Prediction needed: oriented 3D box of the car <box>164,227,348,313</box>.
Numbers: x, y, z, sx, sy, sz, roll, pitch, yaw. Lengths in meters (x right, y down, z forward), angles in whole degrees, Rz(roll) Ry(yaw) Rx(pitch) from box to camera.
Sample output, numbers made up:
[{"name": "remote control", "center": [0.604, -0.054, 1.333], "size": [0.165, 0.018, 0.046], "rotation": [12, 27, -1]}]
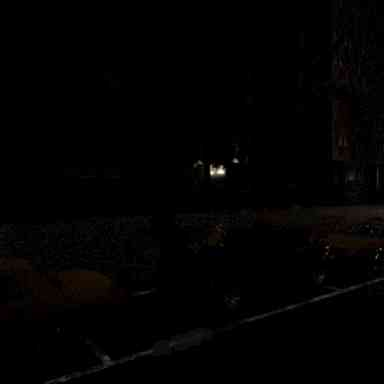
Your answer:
[{"name": "car", "center": [1.421, 1.560, 7.661], "size": [4.313, 1.339, 1.947], "rotation": [0, 0, -35]}]

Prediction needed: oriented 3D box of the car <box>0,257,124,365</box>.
[{"name": "car", "center": [-3.340, 1.526, 4.266], "size": [4.829, 1.417, 1.752], "rotation": [0, 0, -35]}]

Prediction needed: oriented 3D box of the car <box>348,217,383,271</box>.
[{"name": "car", "center": [5.905, 1.514, 10.857], "size": [4.829, 1.417, 1.752], "rotation": [0, 0, -35]}]
